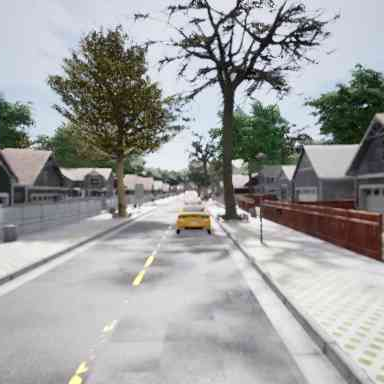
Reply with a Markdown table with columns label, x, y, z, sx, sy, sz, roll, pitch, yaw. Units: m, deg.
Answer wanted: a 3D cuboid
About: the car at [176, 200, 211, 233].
| label | x | y | z | sx | sy | sz | roll | pitch | yaw |
| --- | --- | --- | --- | --- | --- | --- | --- | --- | --- |
| car | 0.093 | 1.478 | 19.649 | 1.882 | 1.535 | 5.008 | 0 | 0 | 0 |
